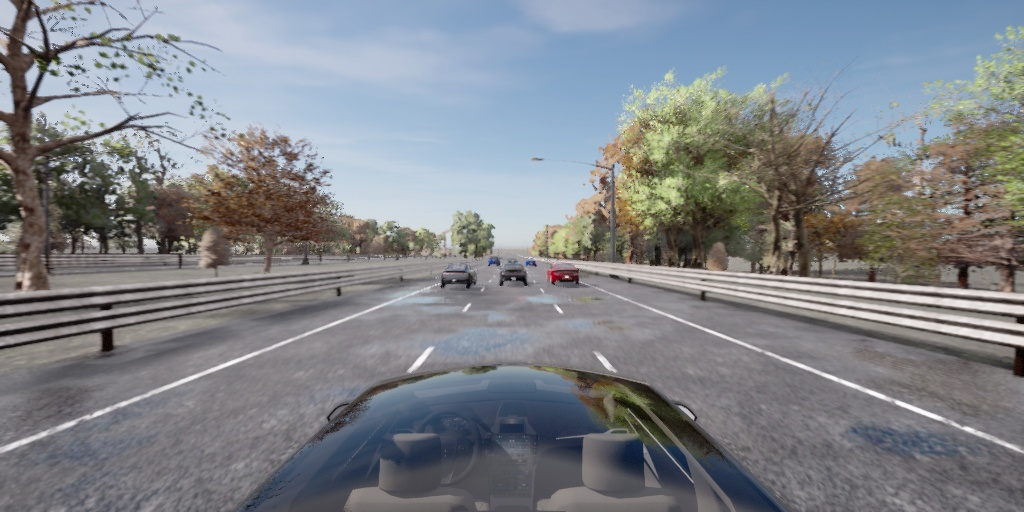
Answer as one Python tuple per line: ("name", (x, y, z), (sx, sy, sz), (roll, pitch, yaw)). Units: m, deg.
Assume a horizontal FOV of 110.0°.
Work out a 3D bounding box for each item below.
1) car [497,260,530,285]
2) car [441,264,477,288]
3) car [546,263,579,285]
("car", (0.102, 1.253, 26.136), (1.837, 1.490, 4.892), (0, 0, 0))
("car", (-3.397, 1.242, 23.502), (2.128, 1.511, 4.902), (0, 0, 0))
("car", (3.602, 1.227, 26.025), (1.882, 1.535, 5.008), (0, 0, 0))
